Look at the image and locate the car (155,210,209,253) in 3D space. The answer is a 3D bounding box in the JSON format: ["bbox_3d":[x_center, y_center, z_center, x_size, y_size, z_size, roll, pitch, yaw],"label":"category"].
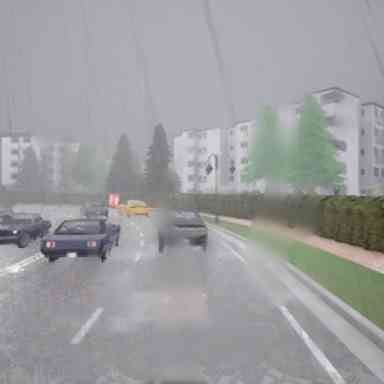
[{"bbox_3d":[-0.475,1.487,13.669,2.128,1.511,4.902,0,0,-6],"label":"car"}]

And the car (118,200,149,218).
[{"bbox_3d":[-5.446,1.467,30.497,1.882,1.535,5.008,0,0,-26],"label":"car"}]

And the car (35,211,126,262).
[{"bbox_3d":[-3.774,1.597,12.170,1.895,1.301,4.718,0,0,-5],"label":"car"}]

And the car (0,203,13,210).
[{"bbox_3d":[-15.505,1.555,26.811,1.994,1.385,4.181,0,0,-29],"label":"car"}]

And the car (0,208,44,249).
[{"bbox_3d":[-7.720,1.596,14.567,1.895,1.301,4.718,0,0,-9],"label":"car"}]

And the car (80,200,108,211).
[{"bbox_3d":[-8.572,1.482,28.999,2.128,1.511,4.902,0,0,-26],"label":"car"}]
